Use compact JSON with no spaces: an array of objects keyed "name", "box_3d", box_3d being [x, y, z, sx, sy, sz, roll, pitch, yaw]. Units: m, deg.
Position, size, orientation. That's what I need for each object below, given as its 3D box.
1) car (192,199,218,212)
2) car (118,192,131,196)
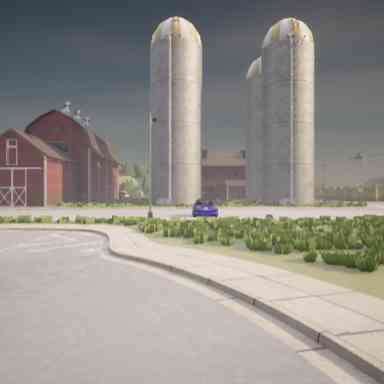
[{"name":"car","box_3d":[1.138,1.429,29.774,2.242,1.667,4.611,0,0,-1]},{"name":"car","box_3d":[-18.590,1.075,92.201,3.866,1.878,1.905,3,-7,-44]}]
